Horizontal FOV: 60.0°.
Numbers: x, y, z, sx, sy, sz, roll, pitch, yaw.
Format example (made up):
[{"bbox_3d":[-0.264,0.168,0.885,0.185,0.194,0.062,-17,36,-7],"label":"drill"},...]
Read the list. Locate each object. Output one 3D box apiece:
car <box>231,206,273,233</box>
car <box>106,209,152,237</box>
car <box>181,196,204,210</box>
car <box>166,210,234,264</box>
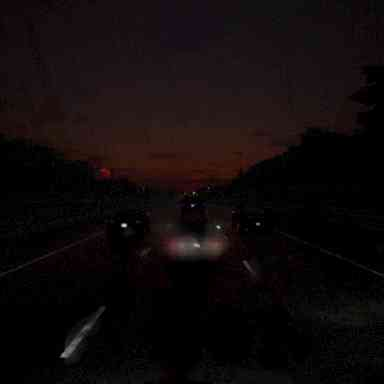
[{"bbox_3d":[3.579,1.590,20.489,1.882,1.535,5.008,0,0,0],"label":"car"},{"bbox_3d":[-3.419,1.666,18.744,1.994,1.385,4.181,0,0,0],"label":"car"},{"bbox_3d":[0.064,1.425,34.376,2.150,2.045,5.566,0,0,0],"label":"car"},{"bbox_3d":[0.087,1.609,12.027,2.033,1.411,5.357,0,0,0],"label":"car"}]
